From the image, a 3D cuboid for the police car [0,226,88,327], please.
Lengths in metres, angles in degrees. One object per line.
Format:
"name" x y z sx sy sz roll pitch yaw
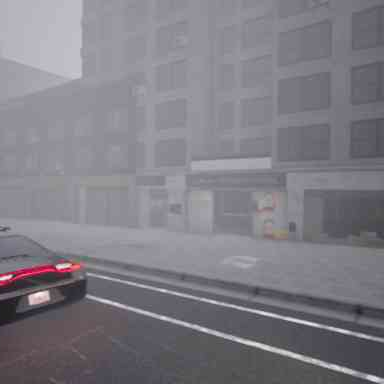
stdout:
"police car" -4.381 1.506 6.689 4.974 1.542 2.038 0 0 36
